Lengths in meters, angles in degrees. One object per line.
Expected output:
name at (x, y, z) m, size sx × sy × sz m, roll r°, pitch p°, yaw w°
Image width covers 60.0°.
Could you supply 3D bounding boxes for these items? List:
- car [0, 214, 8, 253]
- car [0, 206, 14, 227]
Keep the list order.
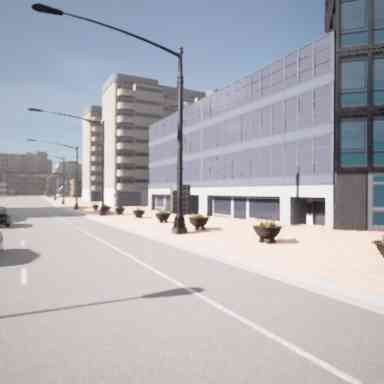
car at (-7.993, 1.703, 11.964) m, size 1.994 × 1.385 × 4.181 m, roll 0°, pitch -1°, yaw -26°
car at (-14.817, 1.850, 25.317) m, size 1.837 × 1.490 × 4.892 m, roll 0°, pitch 0°, yaw -27°
